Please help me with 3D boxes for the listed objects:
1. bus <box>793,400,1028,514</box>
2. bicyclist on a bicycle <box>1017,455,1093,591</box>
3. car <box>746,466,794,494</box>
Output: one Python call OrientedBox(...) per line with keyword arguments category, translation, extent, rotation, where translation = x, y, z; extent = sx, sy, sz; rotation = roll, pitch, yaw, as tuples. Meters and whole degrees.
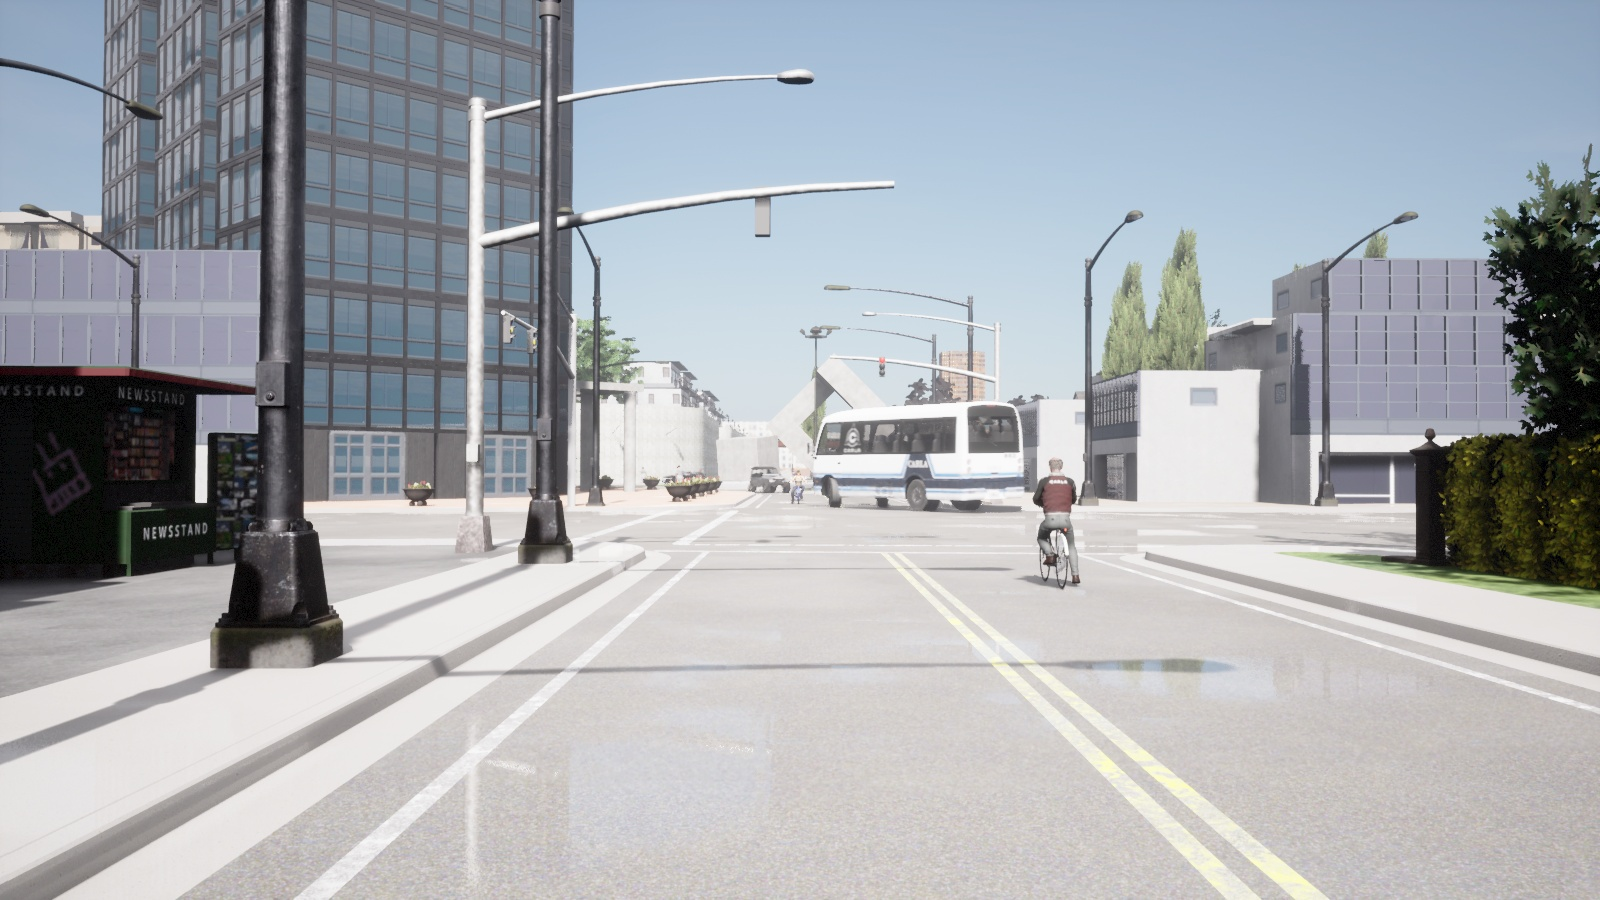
OrientedBox(category="bus", translation=(4.287, 0.297, 52.146), extent=(3.944, 4.253, 10.273), rotation=(-1, 0, -35))
OrientedBox(category="bicyclist on a bicycle", translation=(3.485, 0.961, 17.280), extent=(0.659, 1.776, 1.843), rotation=(0, -1, 0))
OrientedBox(category="car", translation=(-2.146, 2.096, 88.186), extent=(1.905, 1.878, 3.866), rotation=(0, -1, -27))
